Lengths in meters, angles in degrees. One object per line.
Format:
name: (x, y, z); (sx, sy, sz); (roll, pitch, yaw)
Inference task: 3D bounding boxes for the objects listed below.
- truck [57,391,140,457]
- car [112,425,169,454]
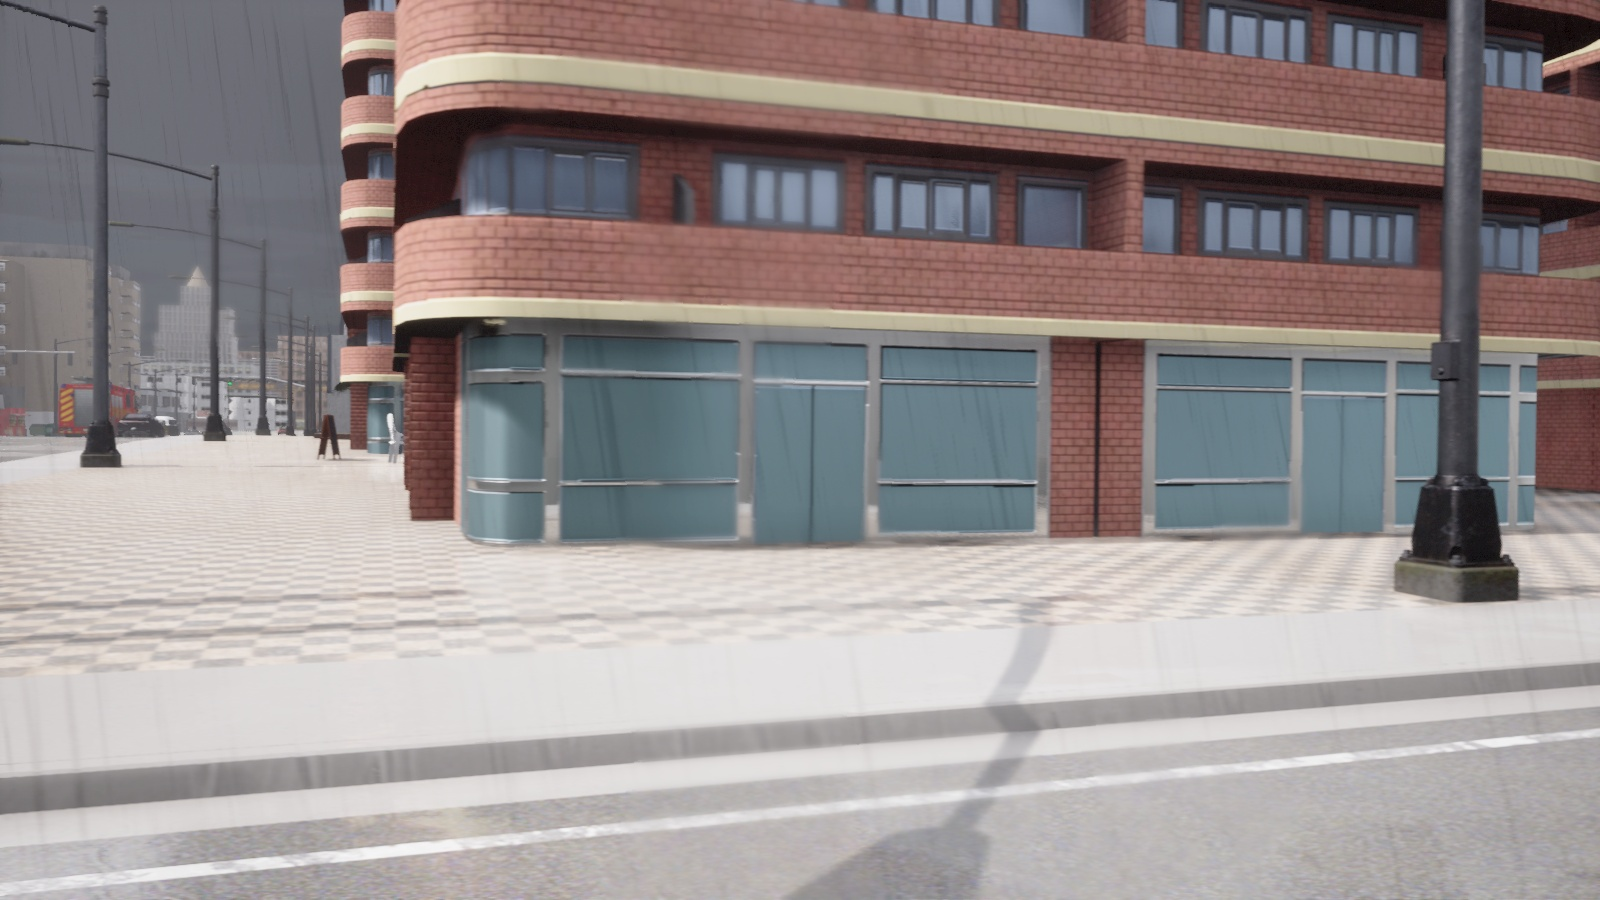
truck: (-43.913, -1.519, 78.893); (2.891, 3.827, 8.468); (-1, -1, -18)
car: (-38.204, -0.580, 72.846); (2.128, 1.511, 4.902); (-1, -1, -18)
